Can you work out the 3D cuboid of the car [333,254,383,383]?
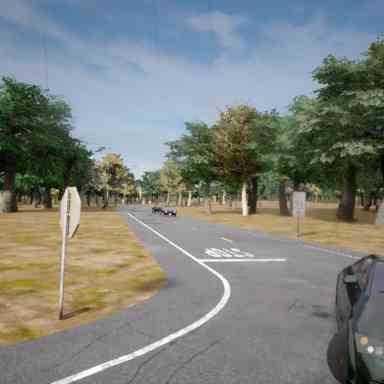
[{"bbox_3d":[3.137,1.643,4.667,1.994,1.385,4.181,1,-1,22],"label":"car"}]

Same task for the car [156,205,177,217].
[{"bbox_3d":[-3.514,2.849,48.061,1.895,1.301,4.718,3,-2,-13],"label":"car"}]

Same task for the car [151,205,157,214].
[{"bbox_3d":[-5.783,2.960,56.904,1.882,1.535,5.008,3,-2,-14],"label":"car"}]
